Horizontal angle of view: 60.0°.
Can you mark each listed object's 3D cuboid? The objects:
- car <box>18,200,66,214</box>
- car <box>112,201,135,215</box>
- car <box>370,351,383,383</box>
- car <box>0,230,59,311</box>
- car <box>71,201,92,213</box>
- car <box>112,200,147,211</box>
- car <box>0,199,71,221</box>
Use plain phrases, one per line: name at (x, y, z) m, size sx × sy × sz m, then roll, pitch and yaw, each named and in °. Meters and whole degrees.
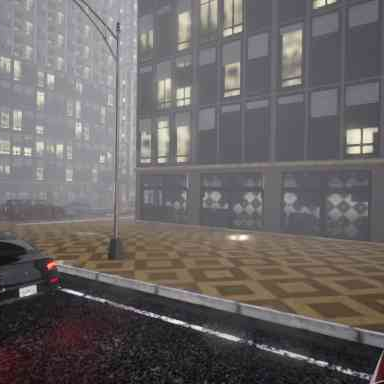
car at (-17.290, 1.643, 38.599) m, size 1.752 × 1.417 × 4.829 m, roll 1°, pitch 0°, yaw 36°
car at (-6.994, 1.830, 38.448) m, size 1.752 × 1.417 × 4.829 m, roll 1°, pitch 0°, yaw 36°
car at (3.219, 1.353, 1.393) m, size 4.553 × 1.767 × 2.097 m, roll 0°, pitch 0°, yaw 35°
car at (-4.674, 1.522, 7.001) m, size 4.674 × 1.442 × 1.812 m, roll 0°, pitch 0°, yaw 35°
car at (-13.874, 1.743, 38.848) m, size 1.994 × 1.385 × 4.181 m, roll 1°, pitch 0°, yaw 37°
car at (-8.587, 1.858, 46.027) m, size 1.895 × 1.301 × 4.718 m, roll 1°, pitch 0°, yaw 36°
car at (-13.780, 1.519, 29.228) m, size 2.192 × 1.841 × 5.009 m, roll 1°, pitch 0°, yaw 36°
